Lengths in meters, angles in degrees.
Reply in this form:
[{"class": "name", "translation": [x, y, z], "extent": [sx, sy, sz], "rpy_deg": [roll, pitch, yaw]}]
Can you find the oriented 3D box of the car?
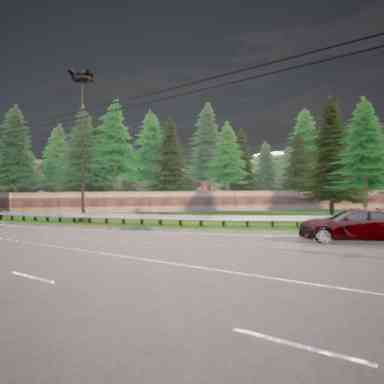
[{"class": "car", "translation": [7.425, 1.505, 14.970], "extent": [5.008, 1.535, 1.882], "rpy_deg": [-1, 0, 11]}]
